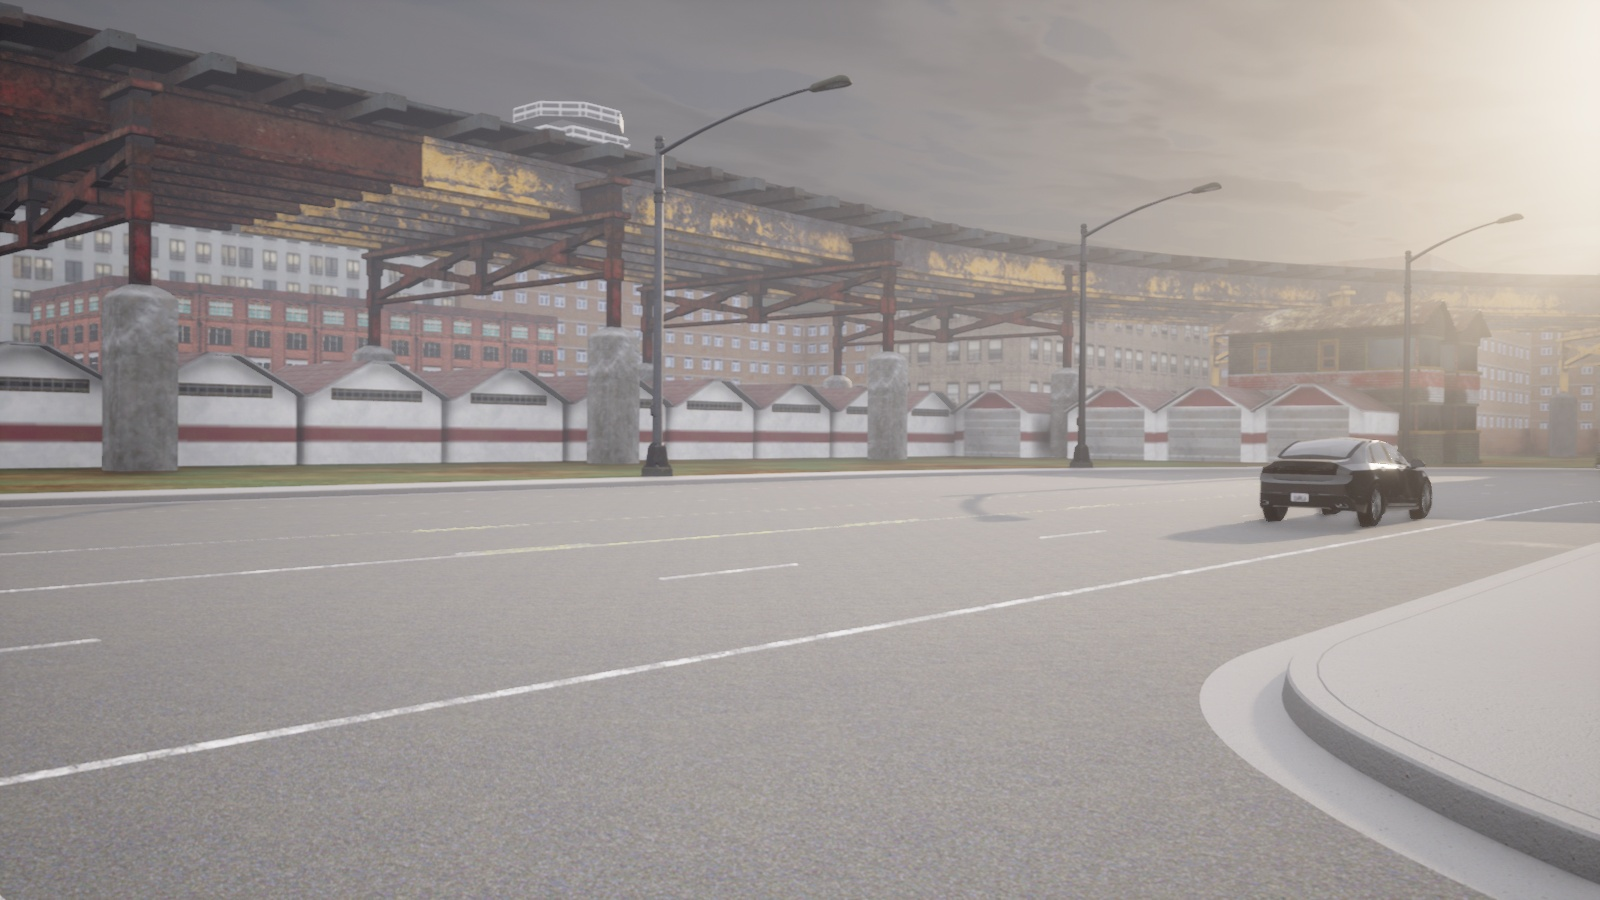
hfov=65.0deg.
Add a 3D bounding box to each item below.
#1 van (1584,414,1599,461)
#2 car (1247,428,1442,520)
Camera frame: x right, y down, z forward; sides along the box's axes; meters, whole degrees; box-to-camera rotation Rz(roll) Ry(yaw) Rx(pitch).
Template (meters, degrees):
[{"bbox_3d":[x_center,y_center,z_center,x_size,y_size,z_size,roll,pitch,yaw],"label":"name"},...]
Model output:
[{"bbox_3d":[36.042,-0.526,53.310,4.442,1.987,1.775,0,0,-2],"label":"van"},{"bbox_3d":[10.017,0.357,22.880,1.837,1.490,4.892,0,1,41],"label":"car"}]
